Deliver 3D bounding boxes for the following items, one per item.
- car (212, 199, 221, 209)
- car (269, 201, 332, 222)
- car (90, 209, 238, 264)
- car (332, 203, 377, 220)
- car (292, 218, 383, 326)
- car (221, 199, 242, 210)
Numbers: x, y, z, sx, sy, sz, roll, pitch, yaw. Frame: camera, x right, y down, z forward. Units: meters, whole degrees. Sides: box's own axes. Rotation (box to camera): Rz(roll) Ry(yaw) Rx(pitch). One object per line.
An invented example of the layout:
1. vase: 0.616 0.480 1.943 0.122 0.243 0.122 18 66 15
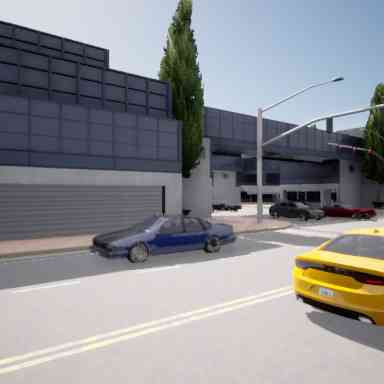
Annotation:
1. car: 0.655 1.504 37.351 1.837 1.490 4.892 0 0 -37
2. car: 8.356 1.506 26.737 1.837 1.490 4.892 0 0 -32
3. car: -0.814 1.548 12.016 5.357 1.411 2.033 0 0 -36
4. car: 12.507 1.601 27.447 1.895 1.301 4.718 0 0 -38
5. car: 4.187 1.478 6.829 5.008 1.535 1.882 0 0 -36
6. car: 3.498 1.547 39.390 2.033 1.411 5.357 0 0 -37
